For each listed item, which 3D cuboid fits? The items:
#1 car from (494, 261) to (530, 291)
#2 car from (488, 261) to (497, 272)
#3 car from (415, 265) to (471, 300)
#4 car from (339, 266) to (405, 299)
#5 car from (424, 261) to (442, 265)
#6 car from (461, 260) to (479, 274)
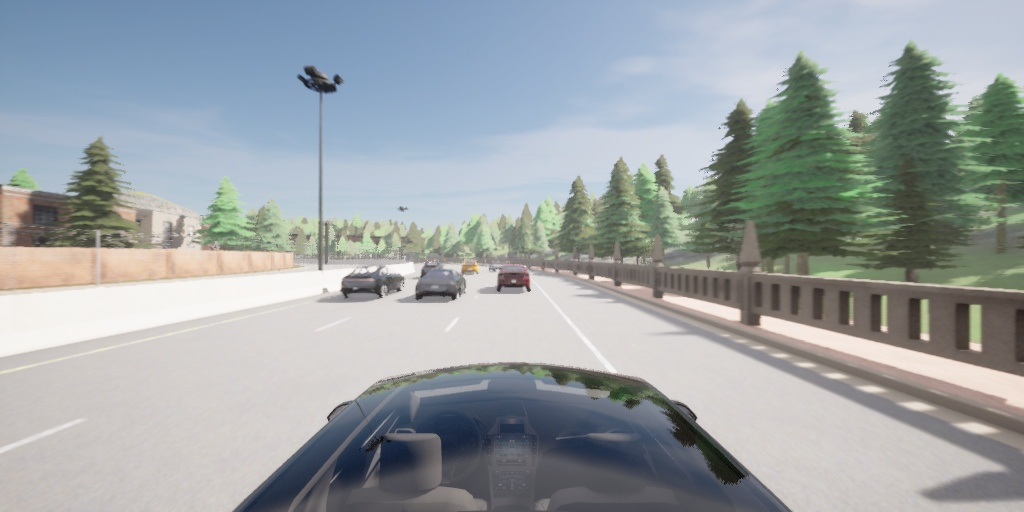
[{"bbox_3d":[0.066,1.238,22.162,1.882,1.535,5.008,0,0,-1],"label":"car"},{"bbox_3d":[-1.970,1.374,47.832,1.895,1.301,4.718,0,0,-13],"label":"car"},{"bbox_3d":[-3.400,1.324,17.777,1.994,1.385,4.181,0,0,0],"label":"car"},{"bbox_3d":[-6.902,1.252,18.235,2.128,1.511,4.902,0,0,0],"label":"car"},{"bbox_3d":[-7.505,1.260,34.270,2.128,1.511,4.902,0,0,-5],"label":"car"},{"bbox_3d":[-4.957,1.249,41.914,1.882,1.535,5.008,0,0,-9],"label":"car"}]
